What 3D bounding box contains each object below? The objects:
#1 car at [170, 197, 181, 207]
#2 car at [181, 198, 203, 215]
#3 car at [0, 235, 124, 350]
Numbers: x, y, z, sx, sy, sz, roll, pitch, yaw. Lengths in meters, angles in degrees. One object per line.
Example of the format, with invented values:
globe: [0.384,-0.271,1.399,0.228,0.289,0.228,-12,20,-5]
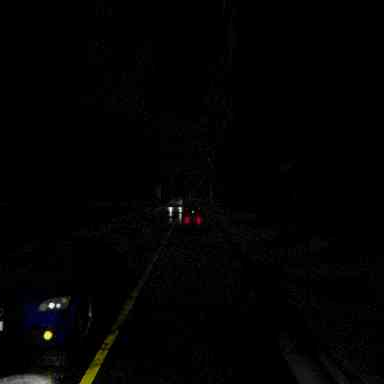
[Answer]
car: [-2.490,1.587,52.547,1.812,1.442,4.674,0,0,0]
car: [0.100,1.619,34.125,1.895,1.301,4.718,0,0,0]
car: [-2.598,1.563,6.330,1.994,1.385,4.181,0,0,0]
